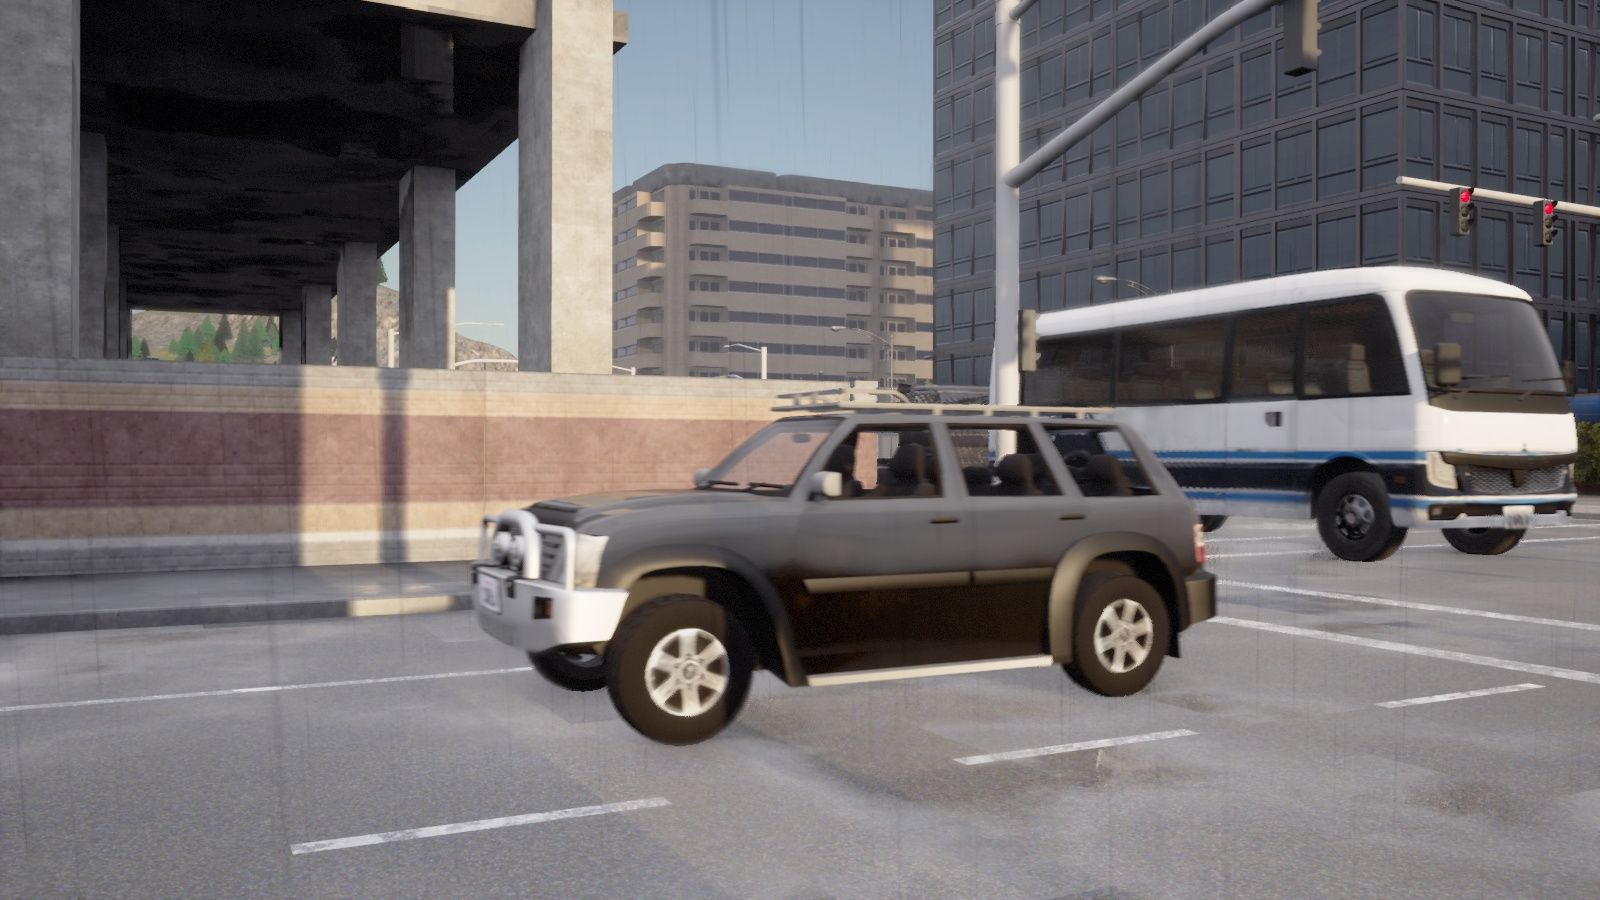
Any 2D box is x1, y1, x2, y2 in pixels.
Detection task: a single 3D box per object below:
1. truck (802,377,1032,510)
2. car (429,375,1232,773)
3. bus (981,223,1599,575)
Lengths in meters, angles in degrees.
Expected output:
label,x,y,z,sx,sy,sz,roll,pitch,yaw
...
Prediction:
label,x,y,z,sx,sy,sz,roll,pitch,yaw
truck,3.172,-0.153,36.854,2.891,3.462,7.936,0,0,-27
car,0.250,0.580,7.768,4.605,1.855,1.932,0,0,-27
bus,7.608,-0.597,20.631,3.944,4.253,10.273,0,0,-27
